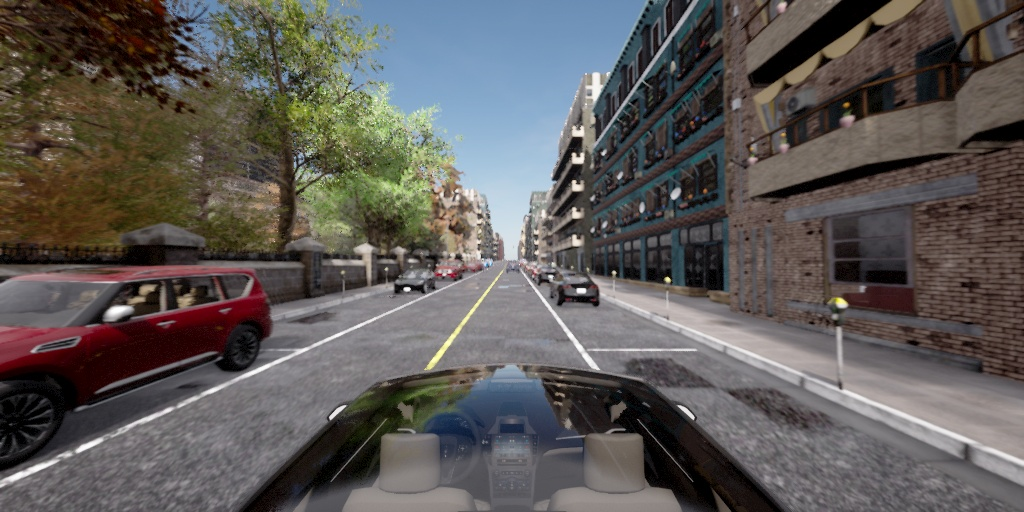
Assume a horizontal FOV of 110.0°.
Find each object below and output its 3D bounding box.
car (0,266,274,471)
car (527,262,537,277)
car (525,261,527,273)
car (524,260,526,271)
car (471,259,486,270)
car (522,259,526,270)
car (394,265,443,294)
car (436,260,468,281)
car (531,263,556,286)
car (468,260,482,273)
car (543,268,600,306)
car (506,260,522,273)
[{"bbox_3d":[-5.688,1.086,5.022,2.192,1.841,5.009,0,0,0],"label":"car"},{"bbox_3d":[2.702,1.388,32.636,1.967,1.591,4.097,0,0,0],"label":"car"},{"bbox_3d":[2.703,1.529,38.158,1.888,1.381,4.507,0,0,0],"label":"car"},{"bbox_3d":[2.705,1.544,43.853,1.751,1.417,4.829,0,0,0],"label":"car"},{"bbox_3d":[-5.673,1.405,54.732,2.192,1.841,5.009,0,0,0],"label":"car"},{"bbox_3d":[2.706,1.494,49.206,1.967,1.591,4.097,0,0,0],"label":"car"},{"bbox_3d":[-5.683,1.443,21.592,1.948,1.339,4.313,0,0,0],"label":"car"},{"bbox_3d":[-5.679,1.263,32.639,2.192,1.841,5.009,0,0,0],"label":"car"},{"bbox_3d":[2.700,1.479,27.113,1.948,1.339,4.313,0,0,0],"label":"car"},{"bbox_3d":[-5.675,1.600,49.209,1.888,1.381,4.507,0,0,0],"label":"car"},{"bbox_3d":[2.696,1.408,16.065,1.948,1.339,4.313,0,0,0],"label":"car"},{"bbox_3d":[0.114,1.607,50.003,2.033,1.411,5.357,0,0,0],"label":"car"}]
